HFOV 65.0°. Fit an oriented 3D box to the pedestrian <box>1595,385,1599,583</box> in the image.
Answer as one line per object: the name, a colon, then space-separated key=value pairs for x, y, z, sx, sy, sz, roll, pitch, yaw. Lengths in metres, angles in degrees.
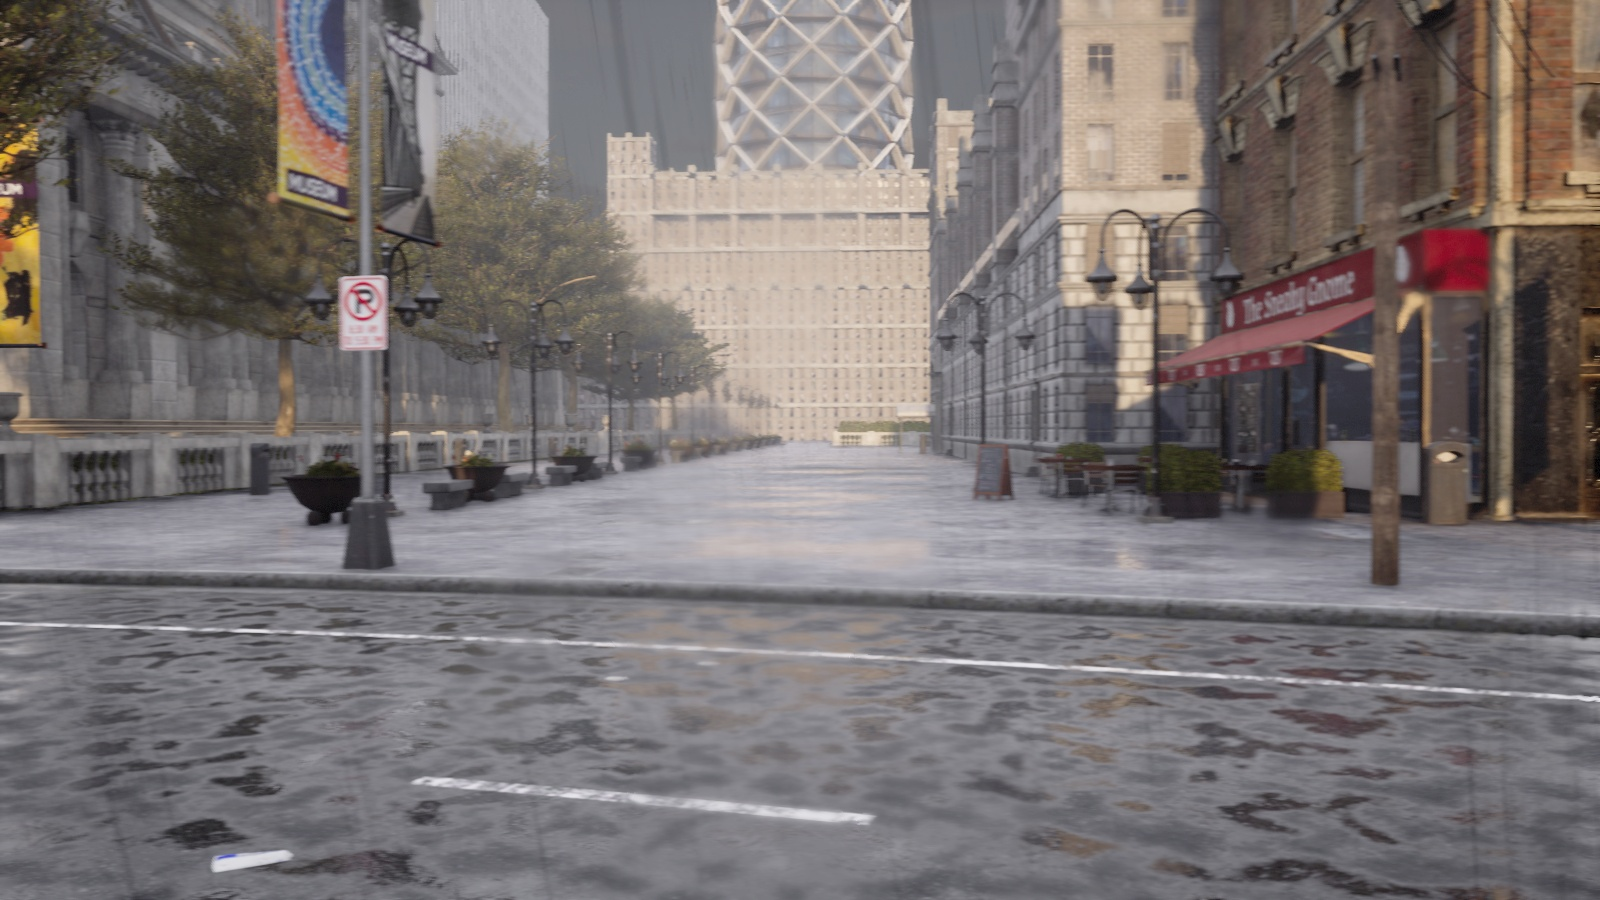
pedestrian: x=7.830 y=0.318 z=11.399 sx=0.899 sy=1.844 sz=0.634 roll=1 pitch=1 yaw=19
